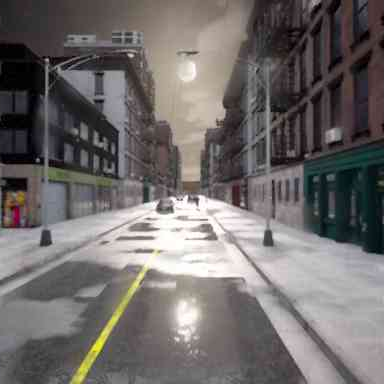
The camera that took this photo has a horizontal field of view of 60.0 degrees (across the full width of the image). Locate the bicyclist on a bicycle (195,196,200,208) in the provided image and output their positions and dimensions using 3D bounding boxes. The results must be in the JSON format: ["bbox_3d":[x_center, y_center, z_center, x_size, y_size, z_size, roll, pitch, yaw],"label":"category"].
[{"bbox_3d":[0.762,1.397,44.896,0.659,1.776,1.843,0,0,0],"label":"bicyclist on a bicycle"}]

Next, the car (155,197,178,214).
[{"bbox_3d":[-2.837,1.533,36.226,1.837,1.490,4.892,0,0,0],"label":"car"}]

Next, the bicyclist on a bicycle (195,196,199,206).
[{"bbox_3d":[0.763,1.476,53.448,0.582,1.620,1.656,0,0,0],"label":"bicyclist on a bicycle"}]

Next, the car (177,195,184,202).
[{"bbox_3d":[-2.742,1.483,77.641,2.128,1.511,4.902,0,0,0],"label":"car"}]

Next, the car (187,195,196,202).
[{"bbox_3d":[0.008,1.359,73.296,2.097,1.767,4.553,0,0,0],"label":"car"}]
